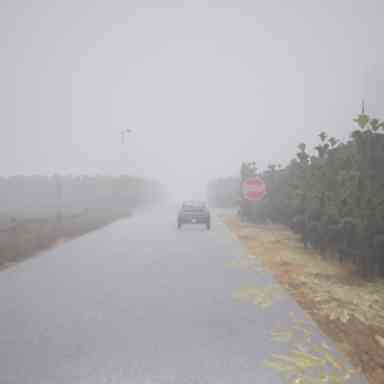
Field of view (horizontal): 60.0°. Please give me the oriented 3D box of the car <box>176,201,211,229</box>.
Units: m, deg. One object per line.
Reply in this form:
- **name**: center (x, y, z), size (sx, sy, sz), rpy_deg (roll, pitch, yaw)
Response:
- **car**: center (0.103, 1.253, 19.722), size (2.128, 1.511, 4.902), rpy_deg (0, 1, 0)
